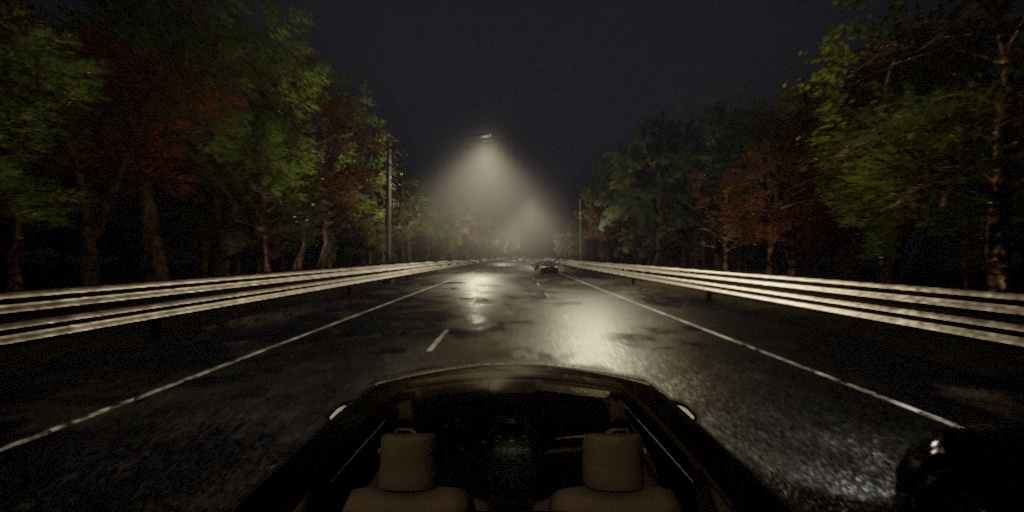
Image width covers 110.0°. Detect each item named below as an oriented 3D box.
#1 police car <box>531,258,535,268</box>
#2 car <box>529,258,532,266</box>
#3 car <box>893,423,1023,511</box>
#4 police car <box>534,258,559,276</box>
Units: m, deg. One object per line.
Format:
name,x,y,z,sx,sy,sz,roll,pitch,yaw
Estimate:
police car,3.996,1.188,48.801,1.930,1.638,5.238,0,0,1
car,4.257,1.253,59.643,2.128,1.511,4.902,0,0,2
car,3.605,1.318,0.664,1.994,1.385,4.181,0,0,0
police car,3.785,1.267,37.738,2.038,1.542,4.974,0,0,1
